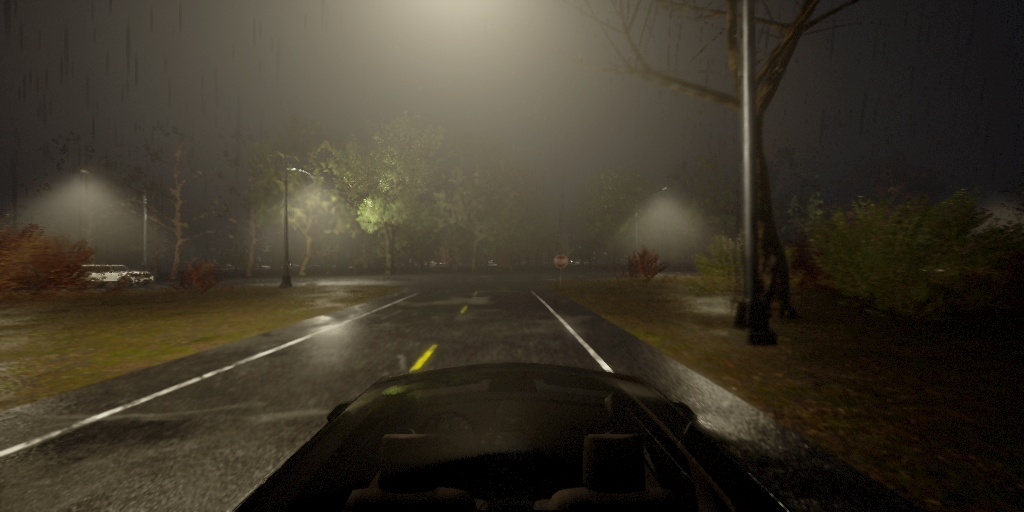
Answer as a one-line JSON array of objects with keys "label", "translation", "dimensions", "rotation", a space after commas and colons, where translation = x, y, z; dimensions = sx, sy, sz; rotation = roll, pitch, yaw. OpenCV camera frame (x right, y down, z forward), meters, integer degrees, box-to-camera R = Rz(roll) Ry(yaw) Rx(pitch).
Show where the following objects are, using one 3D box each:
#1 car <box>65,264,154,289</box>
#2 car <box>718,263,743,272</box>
[{"label": "car", "translation": [-35.654, 1.762, 31.874], "dimensions": [5.566, 2.045, 2.150], "rotation": [-1, 0, -13]}, {"label": "car", "translation": [27.888, 1.470, 44.317], "dimensions": [4.718, 1.301, 1.895], "rotation": [-1, 0, -9]}]
